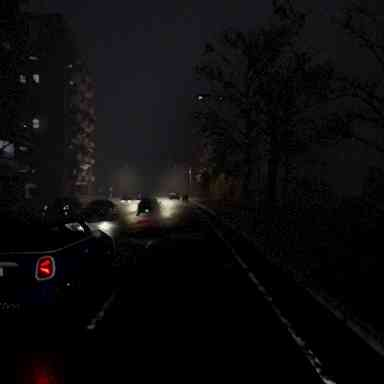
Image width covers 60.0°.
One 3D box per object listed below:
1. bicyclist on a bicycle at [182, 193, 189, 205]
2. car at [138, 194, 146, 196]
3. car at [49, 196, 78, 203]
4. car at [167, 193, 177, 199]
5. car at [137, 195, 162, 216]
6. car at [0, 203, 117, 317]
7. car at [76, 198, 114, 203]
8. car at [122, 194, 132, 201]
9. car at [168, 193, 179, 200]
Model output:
[{"bbox_3d":[-0.709,1.059,46.031,0.659,1.776,1.843,0,1,-4],"label":"bicyclist on a bicycle"},{"bbox_3d":[-9.805,1.109,66.368,1.994,1.385,4.181,0,0,-5],"label":"car"},{"bbox_3d":[-10.450,1.178,27.208,2.097,1.767,4.553,0,0,-2],"label":"car"},{"bbox_3d":[-4.857,0.867,81.361,2.033,1.411,5.357,0,0,-7],"label":"car"},{"bbox_3d":[-3.880,1.305,30.328,1.837,1.490,4.892,0,0,-3],"label":"car"},{"bbox_3d":[-3.224,1.304,7.527,2.097,1.767,4.553,0,0,-1],"label":"car"},{"bbox_3d":[-7.145,1.309,25.964,1.882,1.535,5.008,0,0,-2],"label":"car"},{"bbox_3d":[-13.207,1.083,67.834,2.033,1.411,5.357,0,0,-6],"label":"car"},{"bbox_3d":[-3.760,1.037,71.247,2.128,1.511,4.902,0,0,-6],"label":"car"}]
